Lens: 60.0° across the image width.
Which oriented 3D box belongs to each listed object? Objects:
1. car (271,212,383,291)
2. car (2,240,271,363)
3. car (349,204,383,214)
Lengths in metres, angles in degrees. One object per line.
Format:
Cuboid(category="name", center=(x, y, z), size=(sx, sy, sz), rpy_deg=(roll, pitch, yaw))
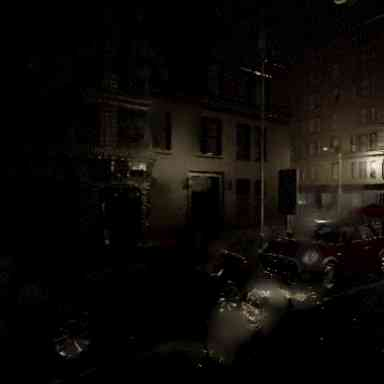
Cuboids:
Cuboid(category="car", center=(3.645, 1.514, 9.125), size=(4.097, 1.590, 1.967), rpy_deg=(1, 0, -35))
Cuboid(category="car", center=(-0.856, 1.590, 5.919), size=(4.313, 1.339, 1.947), rpy_deg=(1, 0, -35))
Cuboid(category="car", center=(16.987, 1.831, 30.870), size=(1.812, 1.442, 4.674), rpy_deg=(1, -1, -36))
